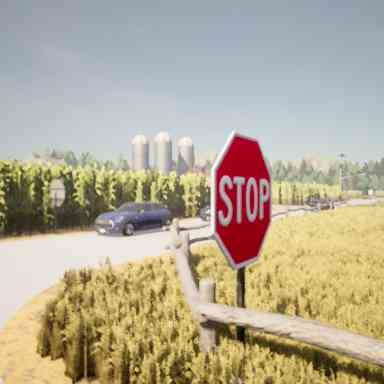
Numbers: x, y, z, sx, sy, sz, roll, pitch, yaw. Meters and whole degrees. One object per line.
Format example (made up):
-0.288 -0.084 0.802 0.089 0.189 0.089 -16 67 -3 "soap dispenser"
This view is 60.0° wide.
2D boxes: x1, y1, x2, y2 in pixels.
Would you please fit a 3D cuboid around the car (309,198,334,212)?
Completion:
14.849 1.476 37.914 2.128 1.511 4.902 0 0 35 "car"

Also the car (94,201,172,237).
-3.124 1.331 18.276 2.097 1.767 4.553 0 0 35 "car"

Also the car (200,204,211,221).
2.516 1.331 26.211 2.097 1.767 4.553 0 0 36 "car"
